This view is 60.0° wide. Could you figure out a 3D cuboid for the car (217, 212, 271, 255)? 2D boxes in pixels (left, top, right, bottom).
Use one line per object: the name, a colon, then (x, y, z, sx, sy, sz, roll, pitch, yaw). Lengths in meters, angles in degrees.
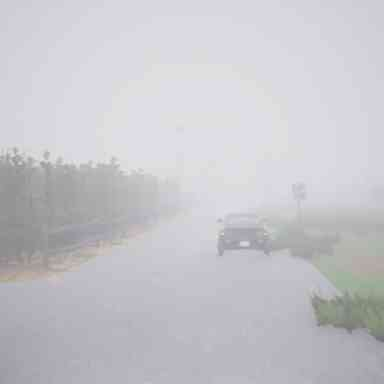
car: (1.970, 1.492, 13.013, 1.812, 1.442, 4.674, -1, 0, 7)
